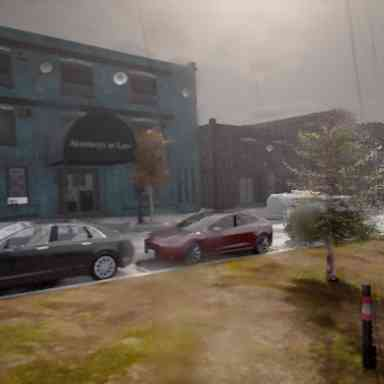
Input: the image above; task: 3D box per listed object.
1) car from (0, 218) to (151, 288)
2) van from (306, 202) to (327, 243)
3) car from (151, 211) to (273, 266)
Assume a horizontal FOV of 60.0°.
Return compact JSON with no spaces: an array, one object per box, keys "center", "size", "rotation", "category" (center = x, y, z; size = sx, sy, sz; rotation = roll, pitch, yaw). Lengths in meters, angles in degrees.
[{"center":[-3.766,1.415,8.029],"size":[4.892,1.521,2.231],"rotation":[1,0,-37],"category":"car"},{"center":[6.014,1.105,15.020],"size":[4.442,1.987,1.878],"rotation":[1,0,-38],"category":"van"},{"center":[0.719,1.407,11.232],"size":[4.792,1.488,2.163],"rotation":[1,0,-37],"category":"car"}]
